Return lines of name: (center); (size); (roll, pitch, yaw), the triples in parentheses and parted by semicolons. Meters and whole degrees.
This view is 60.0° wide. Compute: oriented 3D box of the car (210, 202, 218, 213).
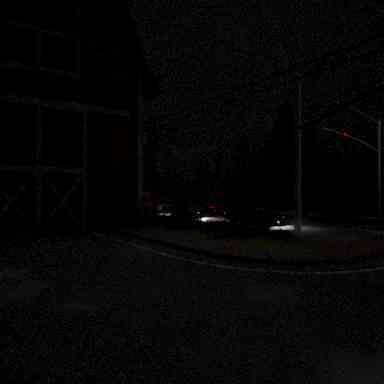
car: (1.105, 1.824, 37.896); (1.837, 1.490, 4.892); (0, -1, -35)

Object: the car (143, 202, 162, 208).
car: (-5.503, 1.931, 40.983); (1.895, 1.301, 4.718); (0, -1, -34)

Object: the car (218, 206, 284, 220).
car: (4.712, 1.785, 26.115); (2.033, 1.411, 5.357); (0, -1, -35)

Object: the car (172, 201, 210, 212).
car: (-0.513, 1.849, 33.723); (1.994, 1.385, 4.181); (0, -1, -34)
